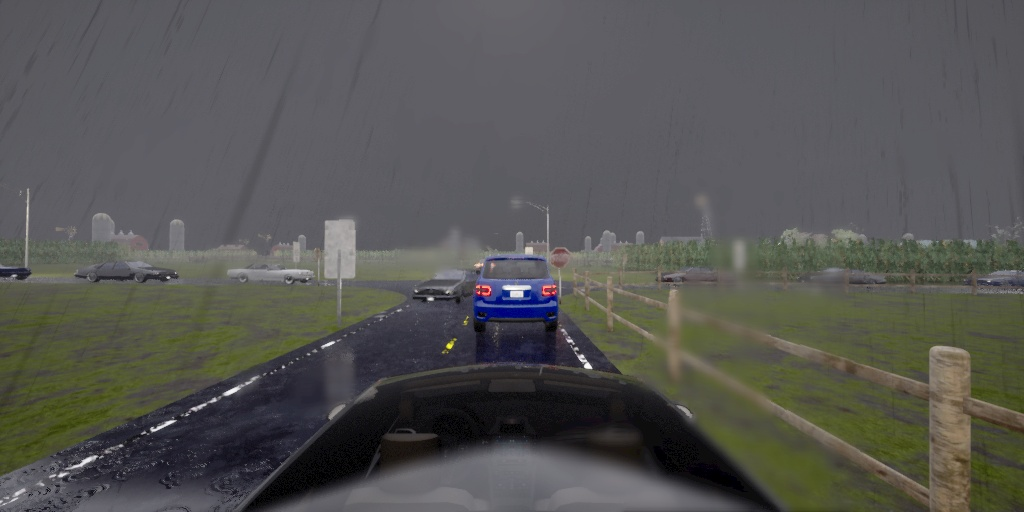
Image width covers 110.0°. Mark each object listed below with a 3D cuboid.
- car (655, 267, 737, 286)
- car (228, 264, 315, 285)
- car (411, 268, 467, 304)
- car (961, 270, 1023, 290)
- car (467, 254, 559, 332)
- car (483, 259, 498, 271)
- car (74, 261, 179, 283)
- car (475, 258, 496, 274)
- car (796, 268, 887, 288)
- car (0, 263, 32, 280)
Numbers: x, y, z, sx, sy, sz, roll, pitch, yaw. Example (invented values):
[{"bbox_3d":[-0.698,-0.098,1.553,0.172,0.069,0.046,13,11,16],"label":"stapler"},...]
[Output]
[{"bbox_3d":[13.587,1.489,26.624,5.357,1.411,2.033,1,-1,1],"label":"car"},{"bbox_3d":[-15.719,1.171,23.693,4.718,1.301,1.895,1,-1,0],"label":"car"},{"bbox_3d":[-2.576,1.293,16.659,2.033,1.411,5.357,0,0,14],"label":"car"},{"bbox_3d":[36.921,1.768,26.569,5.357,1.411,2.033,1,-1,-1],"label":"car"},{"bbox_3d":[0.054,0.973,10.973,2.150,2.045,5.566,0,0,-1],"label":"car"},{"bbox_3d":[-2.951,1.206,50.524,1.882,1.535,5.008,0,0,0],"label":"car"},{"bbox_3d":[-25.385,1.015,23.701,5.357,1.411,2.033,1,-1,0],"label":"car"},{"bbox_3d":[-2.934,1.089,40.619,2.097,1.767,4.553,0,0,0],"label":"car"},{"bbox_3d":[24.375,1.615,26.595,5.357,1.411,2.033,1,-1,0],"label":"car"},{"bbox_3d":[-35.127,0.969,23.723,4.718,1.301,1.895,1,-1,0],"label":"car"}]
